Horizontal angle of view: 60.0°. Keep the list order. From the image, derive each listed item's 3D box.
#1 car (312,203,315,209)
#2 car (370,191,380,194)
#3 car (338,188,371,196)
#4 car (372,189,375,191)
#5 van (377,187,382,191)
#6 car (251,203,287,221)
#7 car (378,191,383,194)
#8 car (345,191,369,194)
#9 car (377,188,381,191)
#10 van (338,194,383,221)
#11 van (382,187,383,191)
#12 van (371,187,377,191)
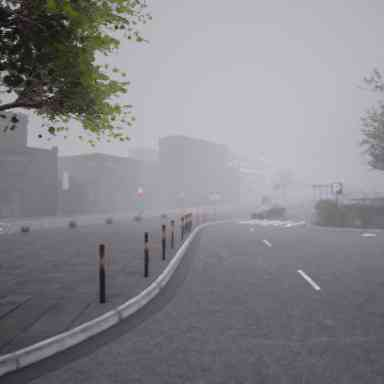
[{"bbox_3d":[17.809,1.602,44.724,1.895,1.301,4.718,-1,1,41],"label":"car"},{"bbox_3d":[31.531,0.982,55.431,1.812,1.442,4.674,-1,1,41],"label":"car"},{"bbox_3d":[34.222,0.454,71.040,5.566,2.045,2.435,-1,1,41],"label":"car"},{"bbox_3d":[37.906,0.588,75.275,4.674,1.452,2.002,-1,1,41],"label":"car"},{"bbox_3d":[43.285,0.088,81.732,4.442,1.987,1.878,-1,1,41],"label":"van"},{"bbox_3d":[7.622,1.913,32.849,1.882,1.535,5.008,-2,0,40],"label":"car"},{"bbox_3d":[26.684,1.093,42.087,4.553,1.767,2.185,-1,1,41],"label":"car"},{"bbox_3d":[28.122,1.056,56.646,1.837,1.490,4.892,-1,1,41],"label":"car"},{"bbox_3d":[41.549,0.392,79.532,5.008,1.535,2.097,-1,1,41],"label":"car"},{"bbox_3d":[15.726,1.471,29.555,4.442,1.987,1.878,-1,1,41],"label":"van"},{"bbox_3d":[45.286,0.001,83.705,4.442,1.987,1.878,-1,1,41],"label":"van"},{"bbox_3d":[39.809,0.242,77.325,4.442,1.987,1.878,-1,1,41],"label":"van"}]
